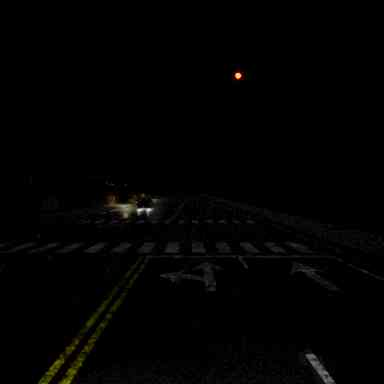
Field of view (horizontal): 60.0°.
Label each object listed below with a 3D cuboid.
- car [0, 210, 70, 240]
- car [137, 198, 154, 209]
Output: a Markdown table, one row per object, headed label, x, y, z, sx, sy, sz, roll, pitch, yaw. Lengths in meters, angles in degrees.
| label | x | y | z | sx | sy | sz | roll | pitch | yaw |
| --- | --- | --- | --- | --- | --- | --- | --- | --- | --- |
| car | -8.599 | 1.552 | 15.499 | 5.357 | 1.411 | 2.033 | 0 | 0 | -34 |
| car | -6.464 | 1.526 | 46.518 | 2.033 | 1.411 | 5.357 | 0 | 0 | 0 |
